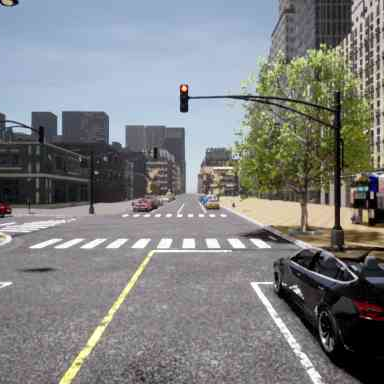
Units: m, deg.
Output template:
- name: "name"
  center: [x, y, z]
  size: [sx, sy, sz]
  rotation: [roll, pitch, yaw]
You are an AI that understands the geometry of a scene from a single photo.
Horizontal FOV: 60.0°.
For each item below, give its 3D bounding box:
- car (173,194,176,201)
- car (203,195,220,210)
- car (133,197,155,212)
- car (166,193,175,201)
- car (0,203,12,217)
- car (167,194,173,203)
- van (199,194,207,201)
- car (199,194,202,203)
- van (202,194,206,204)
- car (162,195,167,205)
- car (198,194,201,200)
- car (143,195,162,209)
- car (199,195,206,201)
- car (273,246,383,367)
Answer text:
- name: "car"
  center: [-5.644, 1.559, 82.678]
  size: [2.008, 1.369, 4.403]
  rotation: [0, 0, 0]
- name: "car"
  center: [2.717, 1.528, 43.988]
  size: [1.752, 1.417, 4.829]
  rotation: [0, 0, 0]
- name: "car"
  center: [-5.666, 1.584, 38.269]
  size: [1.802, 1.307, 4.206]
  rotation: [0, 0, 0]
- name: "car"
  center: [-5.640, 1.324, 88.229]
  size: [2.192, 1.841, 5.009]
  rotation: [0, 0, 0]
- name: "car"
  center: [-17.254, 1.371, 27.278]
  size: [4.507, 1.381, 1.887]
  rotation: [1, -1, -1]
- name: "car"
  center: [-5.649, 1.532, 71.406]
  size: [1.752, 1.417, 4.829]
  rotation: [0, 0, 0]
- name: "van"
  center: [2.738, 1.349, 82.676]
  size: [1.690, 1.788, 3.998]
  rotation: [0, 0, 0]
- name: "car"
  center: [2.725, 1.556, 60.472]
  size: [2.008, 1.369, 4.403]
  rotation: [0, 0, 0]
- name: "van"
  center: [2.721, 1.345, 49.370]
  size: [1.690, 1.788, 3.998]
  rotation: [0, 0, 0]
- name: "car"
  center: [-5.658, 1.555, 54.923]
  size: [2.008, 1.369, 4.403]
  rotation: [0, 0, 0]
- name: "car"
  center: [2.731, 1.572, 71.574]
  size: [1.947, 1.339, 4.313]
  rotation: [0, 0, 0]
- name: "car"
  center: [-5.662, 1.318, 43.820]
  size: [2.192, 1.841, 5.009]
  rotation: [0, 0, 0]
- name: "car"
  center: [2.740, 1.534, 88.397]
  size: [1.752, 1.417, 4.829]
  rotation: [0, 0, 0]
- name: "car"
  center: [2.698, 1.566, 5.789]
  size: [1.947, 1.339, 4.313]
  rotation: [0, 0, 0]
